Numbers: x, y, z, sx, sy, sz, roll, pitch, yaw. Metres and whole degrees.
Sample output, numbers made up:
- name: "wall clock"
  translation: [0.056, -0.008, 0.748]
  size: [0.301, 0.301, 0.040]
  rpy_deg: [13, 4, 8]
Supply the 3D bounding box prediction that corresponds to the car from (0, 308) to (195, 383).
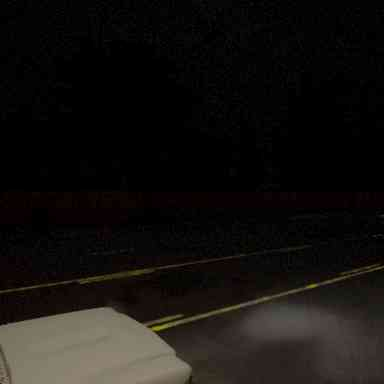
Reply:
- name: "car"
  translation: [-2.252, 1.600, 2.140]
  size: [4.718, 1.301, 1.895]
  rpy_deg: [0, 0, -35]
